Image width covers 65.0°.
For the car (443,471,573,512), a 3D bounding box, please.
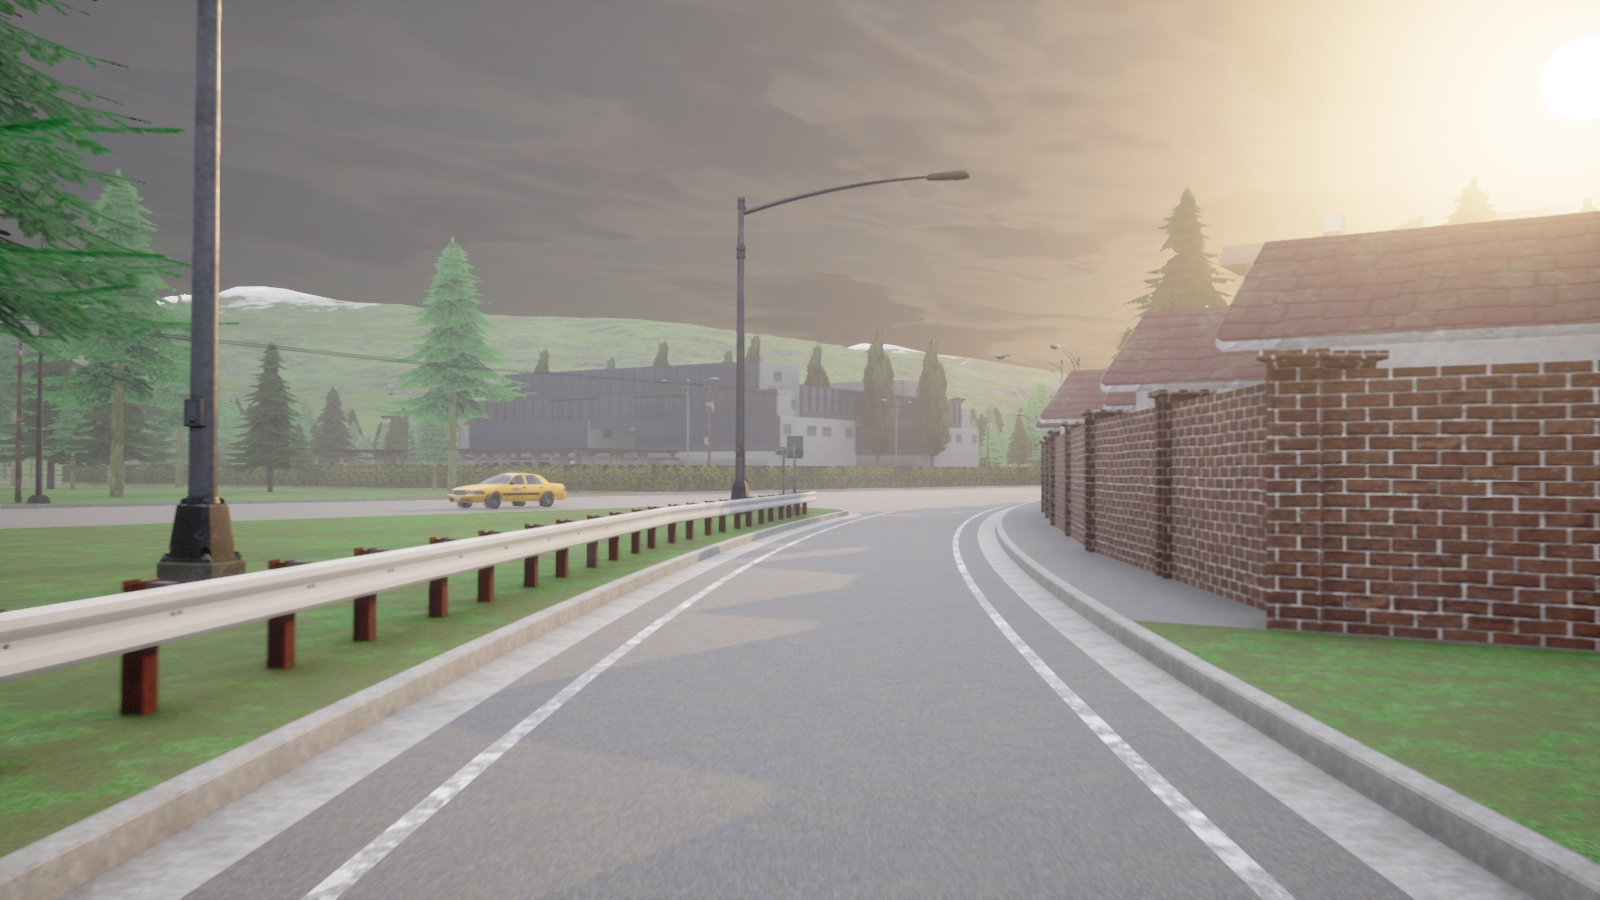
[{"bbox_3d":[-11.785,1.655,51.078,1.801,1.575,5.366,-1,-1,33],"label":"car"}]
